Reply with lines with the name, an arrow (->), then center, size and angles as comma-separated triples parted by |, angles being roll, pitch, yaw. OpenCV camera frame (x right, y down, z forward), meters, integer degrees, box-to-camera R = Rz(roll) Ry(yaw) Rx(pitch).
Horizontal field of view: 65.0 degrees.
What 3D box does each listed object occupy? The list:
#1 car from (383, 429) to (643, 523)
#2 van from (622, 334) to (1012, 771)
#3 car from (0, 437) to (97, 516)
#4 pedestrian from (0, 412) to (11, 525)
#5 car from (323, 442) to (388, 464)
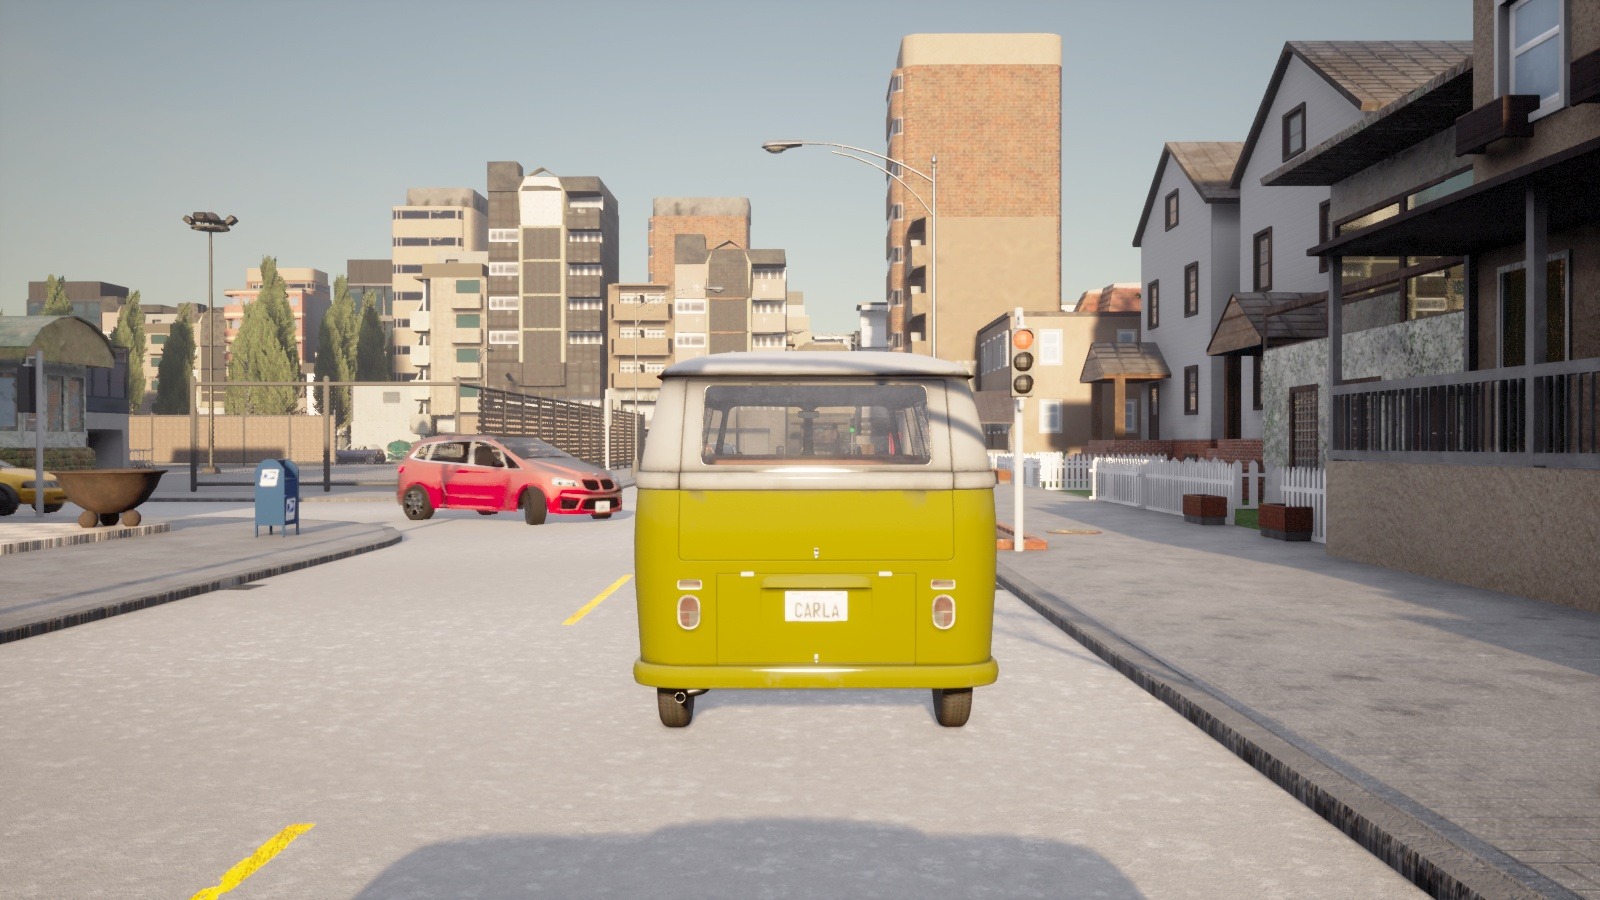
car -> -5.557, 0.449, 24.256 | 4.611, 1.667, 2.242 | 0, 0, 31
van -> 0.070, 0.454, 7.932 | 1.775, 1.987, 4.442 | 0, 0, 0
car -> -17.668, 0.525, 25.863 | 5.366, 1.575, 1.801 | 0, 0, 0
pedestrian -> -14.222, 0.317, 21.811 | 0.788, 1.949, 0.423 | 0, 0, -16
car -> -30.965, 0.193, 87.498 | 3.806, 1.475, 1.970 | 0, 0, 0
